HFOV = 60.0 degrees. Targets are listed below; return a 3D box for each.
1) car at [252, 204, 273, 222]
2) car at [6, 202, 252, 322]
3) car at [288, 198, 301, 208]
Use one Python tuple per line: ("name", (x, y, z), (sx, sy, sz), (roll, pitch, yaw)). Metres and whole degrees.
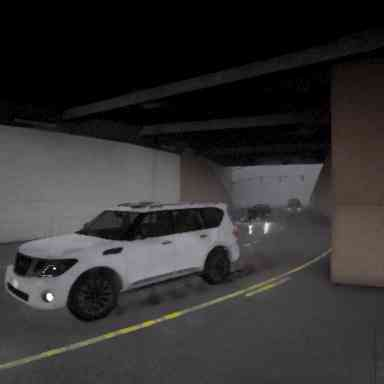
("car", (5.881, 1.691, 28.302), (2.033, 1.411, 5.357), (0, 0, 16))
("car", (-1.169, 1.283, 7.872), (5.566, 2.045, 2.150), (0, 0, -44))
("car", (16.366, 1.708, 53.143), (1.882, 1.535, 5.008), (0, -1, 16))
